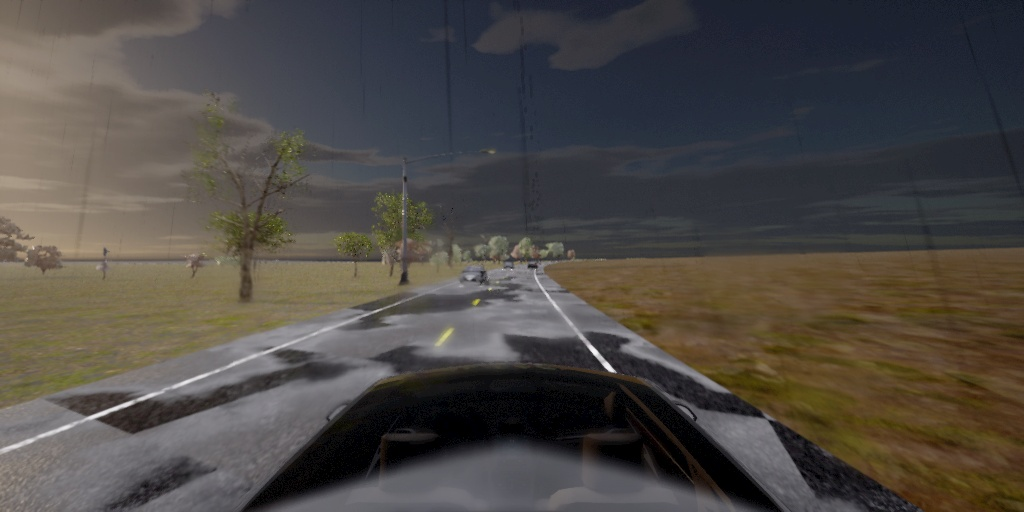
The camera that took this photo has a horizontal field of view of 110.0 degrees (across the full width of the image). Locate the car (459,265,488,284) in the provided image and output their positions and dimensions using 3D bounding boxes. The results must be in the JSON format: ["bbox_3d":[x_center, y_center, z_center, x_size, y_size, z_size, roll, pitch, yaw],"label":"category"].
[{"bbox_3d":[-3.101,1.496,29.700,2.128,1.511,4.902,0,-1,2],"label":"car"}]
